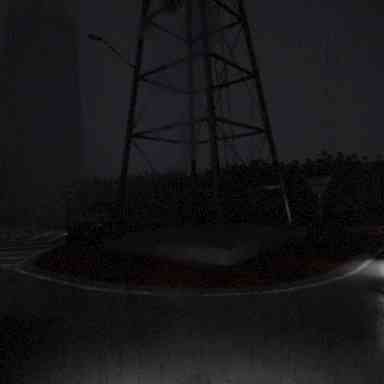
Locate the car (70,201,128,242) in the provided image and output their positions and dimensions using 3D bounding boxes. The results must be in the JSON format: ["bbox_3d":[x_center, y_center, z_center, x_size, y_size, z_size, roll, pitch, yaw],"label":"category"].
[{"bbox_3d":[-4.720,1.470,17.292,1.905,1.878,3.866,-3,0,8],"label":"car"}]
